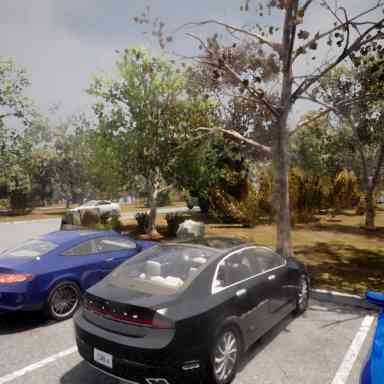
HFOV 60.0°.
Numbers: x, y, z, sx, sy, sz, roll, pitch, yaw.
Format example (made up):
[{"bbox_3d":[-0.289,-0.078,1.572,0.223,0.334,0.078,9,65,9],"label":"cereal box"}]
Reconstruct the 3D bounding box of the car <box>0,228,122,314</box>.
[{"bbox_3d":[-2.202,1.525,7.385,2.002,1.452,4.674,0,0,36],"label":"car"}]

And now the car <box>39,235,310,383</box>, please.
[{"bbox_3d":[0.463,1.483,5.480,2.231,1.521,4.892,0,0,36],"label":"car"}]

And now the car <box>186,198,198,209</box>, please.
[{"bbox_3d":[1.543,0.993,39.998,2.150,2.045,5.566,-3,-1,35],"label":"car"}]

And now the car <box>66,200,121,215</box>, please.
[{"bbox_3d":[-7.791,1.401,26.691,1.812,1.442,4.674,-3,-1,34],"label":"car"}]

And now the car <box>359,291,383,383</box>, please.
[{"bbox_3d":[3.134,1.479,3.587,2.097,1.535,5.008,0,0,36],"label":"car"}]
